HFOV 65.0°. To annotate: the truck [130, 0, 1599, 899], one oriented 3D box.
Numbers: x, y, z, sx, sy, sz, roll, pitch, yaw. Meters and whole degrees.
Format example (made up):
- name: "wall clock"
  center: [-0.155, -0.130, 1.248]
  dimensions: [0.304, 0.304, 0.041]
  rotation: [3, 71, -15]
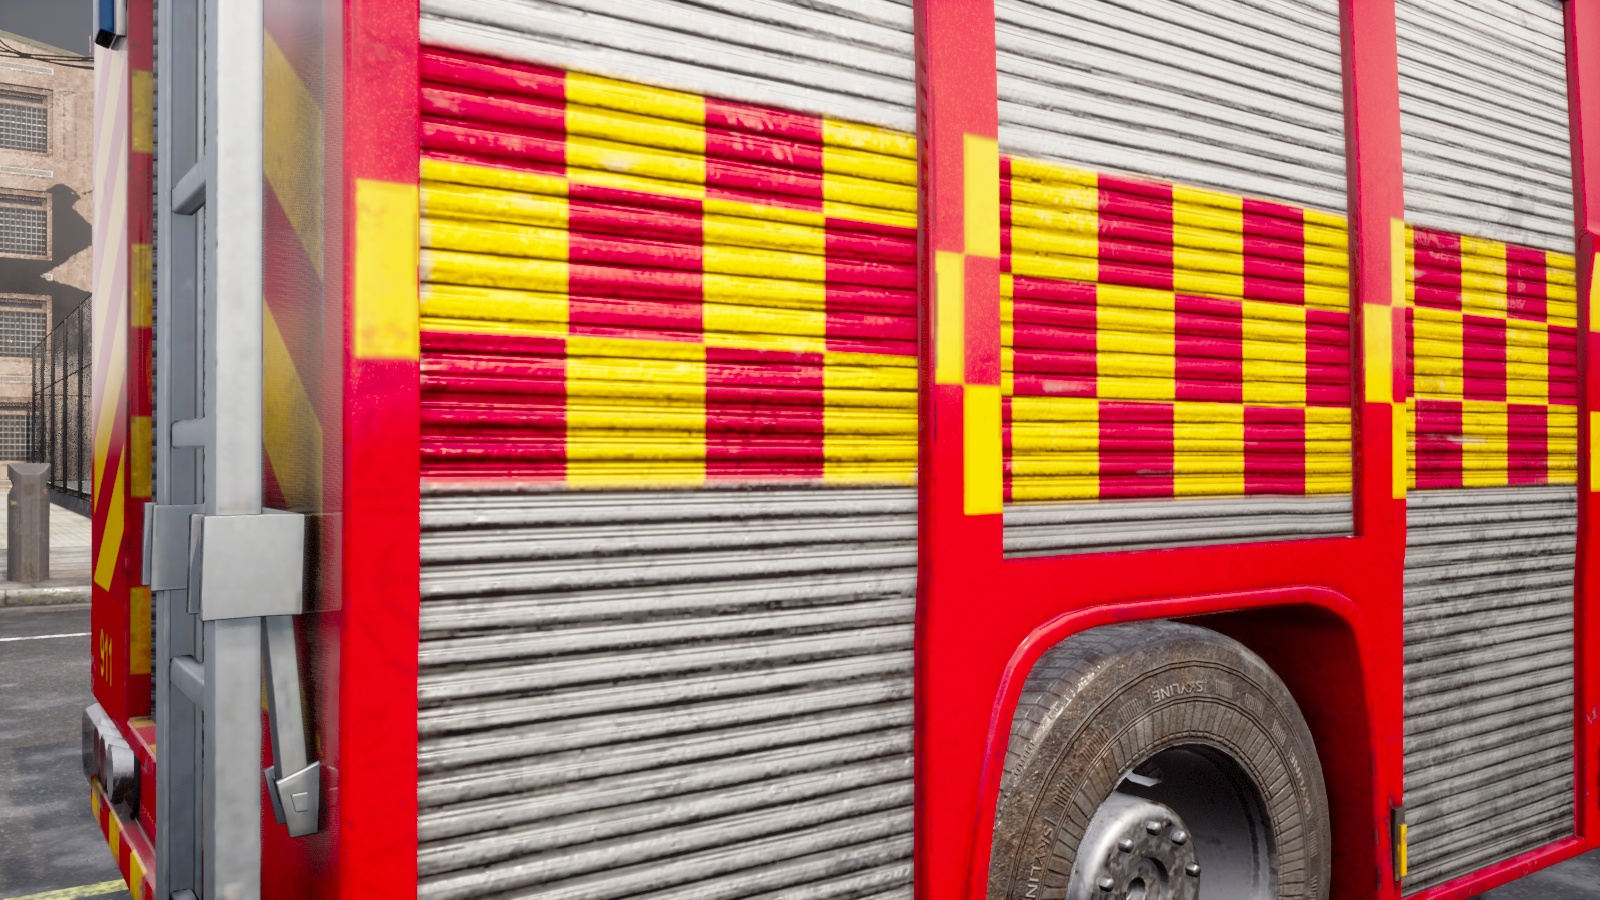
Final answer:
- name: "truck"
  center: [2.187, -0.412, 5.195]
  dimensions: [8.468, 3.827, 2.891]
  rotation: [0, 0, -35]
